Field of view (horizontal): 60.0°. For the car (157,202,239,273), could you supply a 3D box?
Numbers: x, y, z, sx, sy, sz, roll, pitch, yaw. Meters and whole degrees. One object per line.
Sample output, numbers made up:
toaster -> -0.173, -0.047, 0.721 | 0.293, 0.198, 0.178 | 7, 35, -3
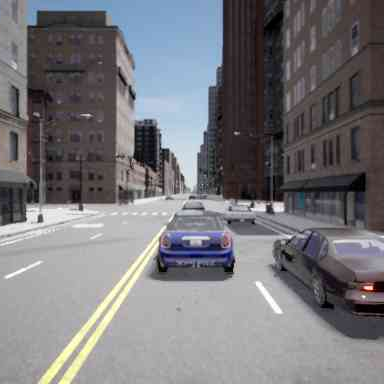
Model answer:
car -> 0.102, 1.354, 10.813 | 2.097, 1.767, 4.553 | 0, 0, 0

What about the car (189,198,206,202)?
car -> 0.109, 1.485, 26.305 | 1.882, 1.535, 5.008 | 0, 0, 0

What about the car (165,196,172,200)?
car -> -6.468, 1.626, 92.036 | 1.895, 1.301, 4.718 | 0, 0, 0

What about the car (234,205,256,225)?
car -> 3.358, 1.607, 24.404 | 1.895, 1.301, 4.718 | 0, 0, 0

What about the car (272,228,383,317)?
car -> 3.352, 1.550, 7.789 | 2.033, 1.411, 5.357 | 0, 0, 0
